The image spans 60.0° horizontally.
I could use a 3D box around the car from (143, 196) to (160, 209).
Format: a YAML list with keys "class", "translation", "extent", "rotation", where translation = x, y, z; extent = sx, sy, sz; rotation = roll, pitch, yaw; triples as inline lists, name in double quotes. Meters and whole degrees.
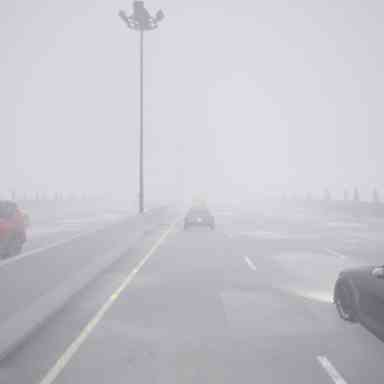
- class: "car"
  translation: [-6.062, 1.718, 50.407]
  extent: [2.128, 1.511, 4.902]
  rotation: [0, 0, 2]

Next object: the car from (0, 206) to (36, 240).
- class: "car"
  translation: [-10.333, 1.563, 17.233]
  extent: [2.128, 1.511, 4.902]
  rotation: [0, 0, 1]

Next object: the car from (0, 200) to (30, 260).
- class: "car"
  translation: [-6.992, 1.261, 9.622]
  extent: [2.150, 2.045, 5.566]
  rotation: [0, 0, 1]

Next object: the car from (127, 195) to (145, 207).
- class: "car"
  translation: [-9.338, 1.485, 58.605]
  extent: [2.150, 2.045, 5.566]
  rotation: [0, 0, 2]

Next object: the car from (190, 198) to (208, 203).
- class: "car"
  translation: [0.879, 1.536, 39.938]
  extent: [2.097, 1.767, 4.553]
  rotation: [0, 0, 1]

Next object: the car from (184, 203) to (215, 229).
- class: "car"
  translation: [0.484, 1.667, 22.310]
  extent: [1.994, 1.385, 4.181]
  rotation: [0, 0, 1]

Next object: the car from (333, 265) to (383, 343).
- class: "car"
  translation: [3.649, 1.588, 4.624]
  extent: [1.994, 1.385, 4.181]
  rotation: [0, 0, 1]

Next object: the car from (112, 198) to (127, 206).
- class: "car"
  translation: [-12.798, 1.815, 59.717]
  extent: [2.033, 1.411, 5.357]
  rotation: [0, 0, 2]
